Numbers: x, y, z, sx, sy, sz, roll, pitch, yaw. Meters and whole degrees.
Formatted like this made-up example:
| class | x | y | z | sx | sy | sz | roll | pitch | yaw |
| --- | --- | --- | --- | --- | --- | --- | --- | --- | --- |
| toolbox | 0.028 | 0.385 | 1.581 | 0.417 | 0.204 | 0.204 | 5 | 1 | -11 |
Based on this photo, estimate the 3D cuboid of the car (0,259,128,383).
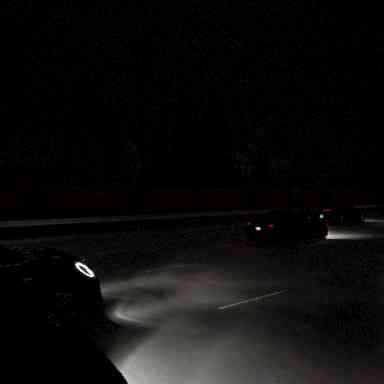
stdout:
| class | x | y | z | sx | sy | sz | roll | pitch | yaw |
| --- | --- | --- | --- | --- | --- | --- | --- | --- | --- |
| car | -2.935 | 1.547 | 1.647 | 5.357 | 1.411 | 2.033 | 0 | 0 | -36 |

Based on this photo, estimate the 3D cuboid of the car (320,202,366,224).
| class | x | y | z | sx | sy | sz | roll | pitch | yaw |
| --- | --- | --- | --- | --- | --- | --- | --- | --- | --- |
| car | 11.025 | 1.500 | 24.703 | 4.892 | 1.490 | 1.837 | 2 | -1 | -36 |

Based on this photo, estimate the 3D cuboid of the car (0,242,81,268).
| class | x | y | z | sx | sy | sz | roll | pitch | yaw |
| --- | --- | --- | --- | --- | --- | --- | --- | --- | --- |
| car | -3.841 | 1.353 | 5.303 | 4.553 | 1.767 | 2.097 | 0 | 0 | -36 |

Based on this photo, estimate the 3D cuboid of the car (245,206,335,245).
| class | x | y | z | sx | sy | sz | roll | pitch | yaw |
| --- | --- | --- | --- | --- | --- | --- | --- | --- | --- |
| car | 4.492 | 1.564 | 15.640 | 4.181 | 1.385 | 1.994 | 0 | 0 | -36 |
